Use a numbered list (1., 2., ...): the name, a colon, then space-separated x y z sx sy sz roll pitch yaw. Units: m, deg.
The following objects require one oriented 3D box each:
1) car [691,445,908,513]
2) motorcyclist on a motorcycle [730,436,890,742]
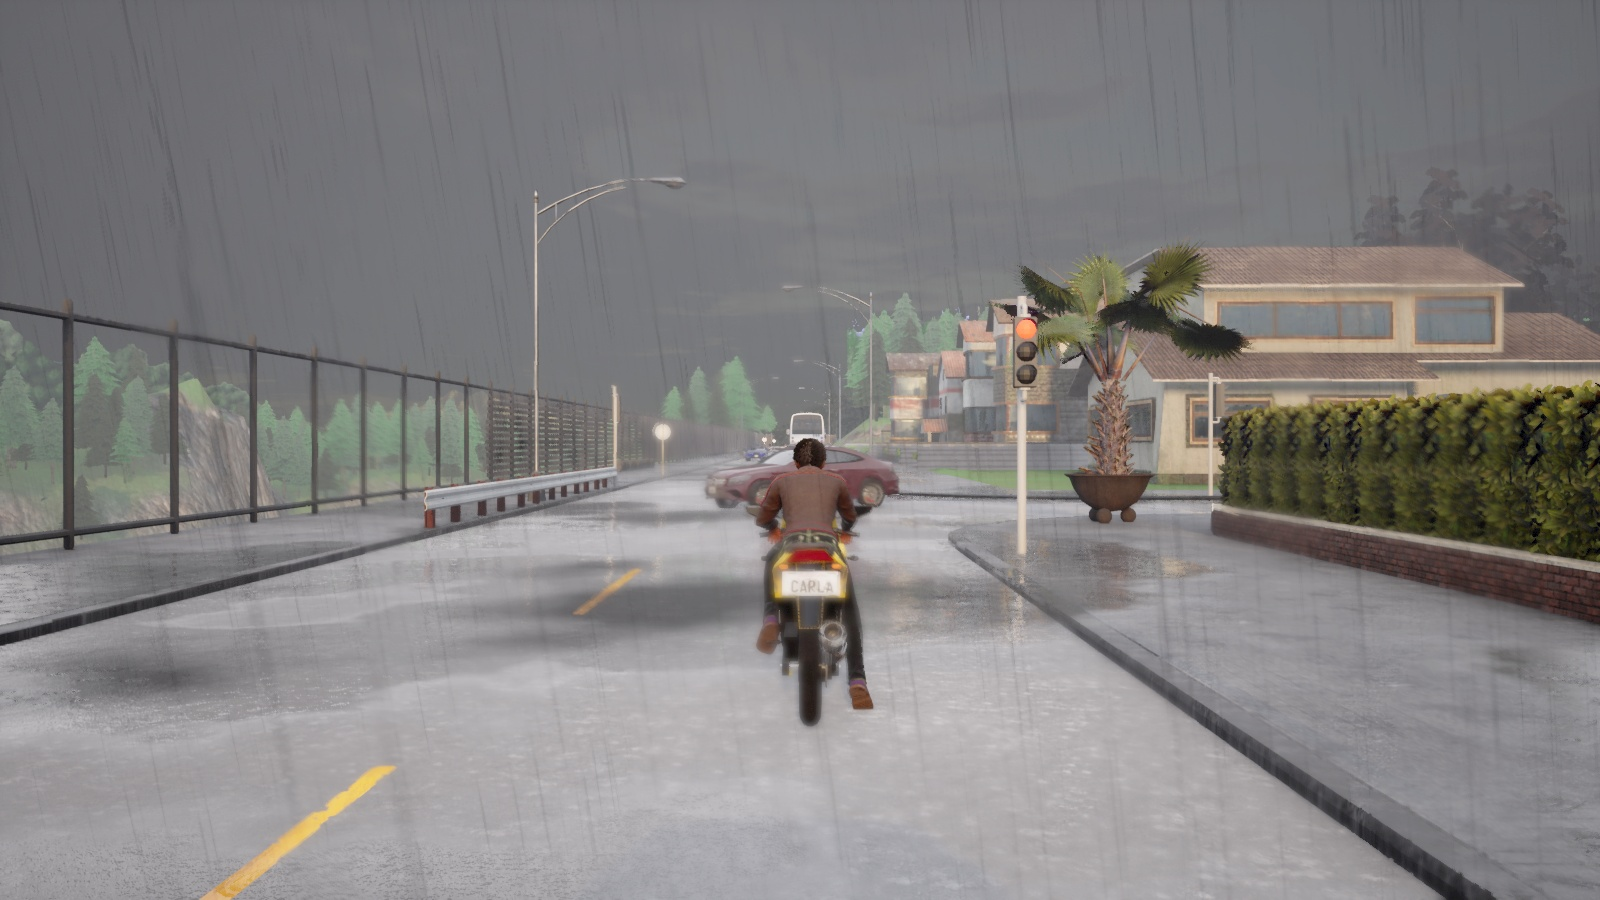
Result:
1. car: 0.024 0.611 28.484 4.674 1.442 1.812 0 0 -31
2. motorcyclist on a motorcycle: 0.056 0.688 7.269 0.797 1.523 2.044 0 0 0
